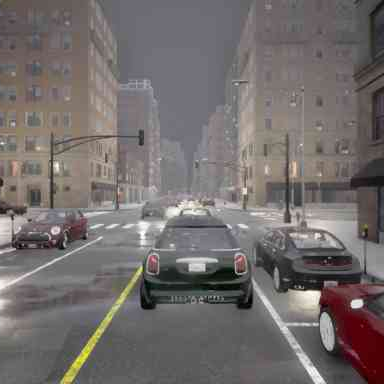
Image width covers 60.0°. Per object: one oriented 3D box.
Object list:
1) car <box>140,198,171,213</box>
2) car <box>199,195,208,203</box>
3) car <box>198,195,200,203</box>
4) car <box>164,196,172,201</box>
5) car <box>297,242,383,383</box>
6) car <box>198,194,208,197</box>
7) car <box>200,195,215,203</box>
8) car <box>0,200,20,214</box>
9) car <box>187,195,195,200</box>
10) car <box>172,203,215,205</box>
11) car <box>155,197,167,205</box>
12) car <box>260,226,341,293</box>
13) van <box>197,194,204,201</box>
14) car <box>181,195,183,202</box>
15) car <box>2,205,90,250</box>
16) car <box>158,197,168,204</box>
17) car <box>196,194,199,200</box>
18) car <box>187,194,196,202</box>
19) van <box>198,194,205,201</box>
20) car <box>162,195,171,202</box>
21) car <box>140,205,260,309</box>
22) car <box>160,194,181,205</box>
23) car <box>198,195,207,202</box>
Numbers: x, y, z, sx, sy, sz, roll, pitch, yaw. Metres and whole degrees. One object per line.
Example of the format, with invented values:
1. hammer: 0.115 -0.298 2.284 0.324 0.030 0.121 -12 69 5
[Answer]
1. car: -3.033 1.467 27.319 1.837 1.490 4.892 0 -1 0
2. car: 2.503 1.541 74.575 1.967 1.590 4.097 0 0 0
3. car: 2.622 1.623 58.053 1.947 1.339 4.313 0 0 0
4. car: -6.101 1.722 85.537 1.802 1.307 4.206 0 0 0
5. car: 2.682 1.545 3.128 1.887 1.381 4.507 0 0 0
6. car: 2.581 1.595 63.731 1.752 1.417 4.829 0 0 0
7. car: 2.661 1.590 52.547 1.887 1.381 4.507 0 0 0
8. car: -17.605 1.404 30.165 5.008 1.535 1.882 0 0 -2
9. car: -0.279 1.544 90.025 1.994 1.385 4.181 0 0 0
10. car: 0.133 1.497 15.319 2.128 1.511 4.902 0 0 0
11. car: -5.943 1.614 63.505 1.887 1.381 4.507 0 0 0
12. car: 2.694 1.553 8.620 2.008 1.369 4.403 0 0 0
13. van: 2.385 1.504 91.096 1.690 1.788 3.998 0 0 0
14. car: -3.138 1.670 63.535 1.895 1.301 4.718 0 0 0
15. car: -5.818 1.445 14.127 1.967 1.590 4.097 0 0 0
16. car: -5.983 1.666 69.013 1.802 1.307 4.206 0 0 0
17. car: 2.543 1.399 69.068 2.192 1.841 5.009 0 0 0
18. car: -0.207 1.707 80.049 1.895 1.301 4.718 0 0 0
19. van: 2.425 1.482 85.590 1.690 1.788 3.998 0 0 0
20. car: -6.061 1.560 80.029 1.967 1.590 4.097 0 0 0
21. car: 0.066 1.355 8.017 2.097 1.767 4.553 0 0 -1
22. car: -3.061 1.392 48.248 2.097 1.767 4.553 0 0 -1
23. car: 2.464 1.560 80.081 1.967 1.590 4.097 0 0 0
